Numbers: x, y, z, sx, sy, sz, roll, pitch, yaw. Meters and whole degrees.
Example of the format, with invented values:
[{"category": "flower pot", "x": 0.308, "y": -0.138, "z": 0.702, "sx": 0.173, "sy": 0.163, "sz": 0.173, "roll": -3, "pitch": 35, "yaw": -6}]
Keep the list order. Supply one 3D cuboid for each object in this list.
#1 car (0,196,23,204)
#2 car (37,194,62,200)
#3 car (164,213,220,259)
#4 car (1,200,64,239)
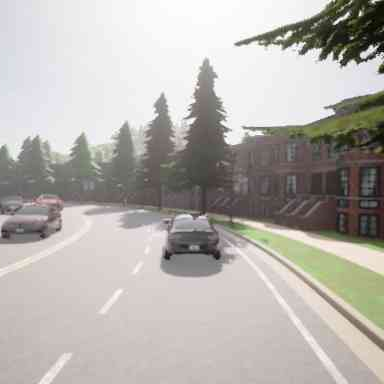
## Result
[{"category": "car", "x": -16.048, "y": 1.149, "z": 29.865, "sx": 2.128, "sy": 1.511, "sz": 4.902, "roll": 1, "pitch": 0, "yaw": -30}, {"category": "car", "x": -14.875, "y": 1.027, "z": 34.757, "sx": 2.097, "sy": 1.767, "sz": 4.553, "roll": 1, "pitch": 0, "yaw": -35}, {"category": "car", "x": -0.074, "y": 1.516, "z": 12.377, "sx": 1.812, "sy": 1.442, "sz": 4.674, "roll": 1, "pitch": 0, "yaw": -4}, {"category": "car", "x": -7.657, "y": 1.361, "z": 16.393, "sx": 1.812, "sy": 1.442, "sz": 4.674, "roll": 1, "pitch": 0, "yaw": -9}]
